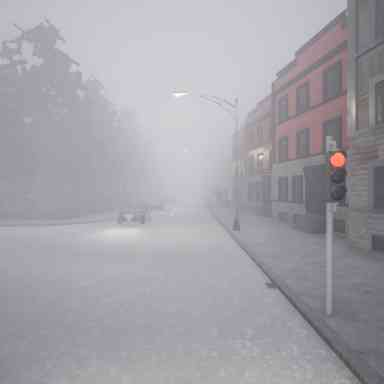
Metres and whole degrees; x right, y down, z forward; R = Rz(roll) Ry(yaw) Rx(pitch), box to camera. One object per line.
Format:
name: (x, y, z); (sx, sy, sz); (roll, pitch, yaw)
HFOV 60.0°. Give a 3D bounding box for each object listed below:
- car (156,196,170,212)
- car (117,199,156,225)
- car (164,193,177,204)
car: (-4.121, 1.547, 39.562); (2.033, 1.411, 5.357); (0, 0, 0)
car: (-4.112, 1.492, 24.191); (2.128, 1.511, 4.902); (0, 0, 0)
car: (-4.060, 1.223, 64.264); (2.150, 2.045, 5.566); (0, 0, 0)
